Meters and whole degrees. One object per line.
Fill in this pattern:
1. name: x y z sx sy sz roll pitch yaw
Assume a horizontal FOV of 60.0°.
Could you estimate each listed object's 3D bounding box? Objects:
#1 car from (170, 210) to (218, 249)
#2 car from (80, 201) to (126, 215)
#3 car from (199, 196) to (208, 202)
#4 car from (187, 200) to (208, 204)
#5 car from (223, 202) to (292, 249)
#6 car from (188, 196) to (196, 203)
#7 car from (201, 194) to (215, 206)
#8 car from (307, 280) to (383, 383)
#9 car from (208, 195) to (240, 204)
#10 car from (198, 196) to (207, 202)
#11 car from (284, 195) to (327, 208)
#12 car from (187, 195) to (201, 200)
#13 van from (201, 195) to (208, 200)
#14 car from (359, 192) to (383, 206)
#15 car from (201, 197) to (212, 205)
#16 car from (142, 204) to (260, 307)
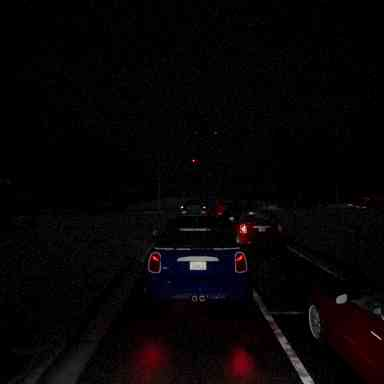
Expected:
1. car: 0.096 1.602 15.465 1.895 1.301 4.718 0 0 0
2. car: -9.865 1.753 36.978 4.902 1.511 2.128 -2 1 -2
3. car: 2.636 1.654 78.579 2.008 1.369 4.403 -1 0 0
4. car: 0.105 1.572 25.477 1.994 1.385 4.181 0 0 -1
5. car: 2.629 1.441 14.381 1.967 1.590 4.097 -1 0 0
6. car: 0.011 1.693 76.331 1.895 1.301 4.718 0 0 0
7. car: 2.631 1.366 56.953 2.192 1.841 5.009 -1 0 0
8. car: 2.629 1.581 3.576 1.802 1.307 4.206 -1 0 0
9. car: 2.628 1.323 25.186 2.192 1.841 5.009 -1 0 0
10. car: 2.637 1.664 83.985 1.887 1.381 4.507 -1 0 0
11. car: 13.575 1.132 39.883 4.892 1.490 1.837 -1 1 0
12. car: 0.147 1.568 52.673 1.812 1.442 4.674 0 0 0
13. van: 2.631 1.382 51.547 1.690 1.788 3.998 -1 0 0
14. car: 22.527 0.764 39.884 4.553 1.767 2.097 -1 1 0
15. car: 2.635 1.644 62.359 1.802 1.307 4.206 -1 0 0
16. car: 0.070 1.352 8.130 2.097 1.767 4.553 0 0 -1
